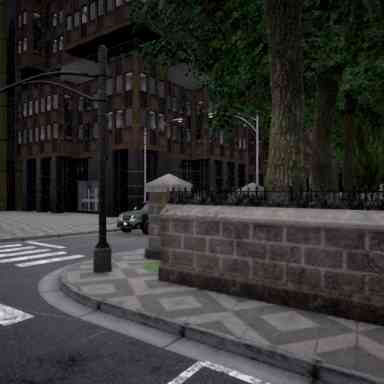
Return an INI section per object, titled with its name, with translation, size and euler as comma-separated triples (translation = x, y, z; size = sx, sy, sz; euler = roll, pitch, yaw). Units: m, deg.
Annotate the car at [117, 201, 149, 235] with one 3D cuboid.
[car]
translation = -2.364, 1.583, 22.002
size = 2.150, 2.045, 5.566
euler = 0, -1, 35
